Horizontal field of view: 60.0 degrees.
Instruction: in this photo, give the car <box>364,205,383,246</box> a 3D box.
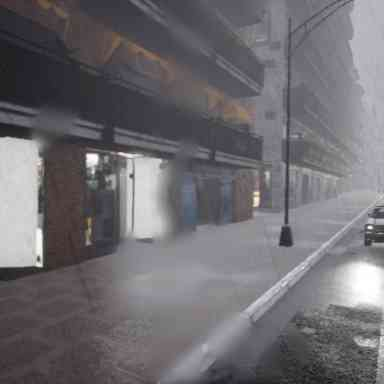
[{"bbox_3d":[7.552,1.192,12.299,1.895,1.301,4.718,1,2,32],"label":"car"}]
